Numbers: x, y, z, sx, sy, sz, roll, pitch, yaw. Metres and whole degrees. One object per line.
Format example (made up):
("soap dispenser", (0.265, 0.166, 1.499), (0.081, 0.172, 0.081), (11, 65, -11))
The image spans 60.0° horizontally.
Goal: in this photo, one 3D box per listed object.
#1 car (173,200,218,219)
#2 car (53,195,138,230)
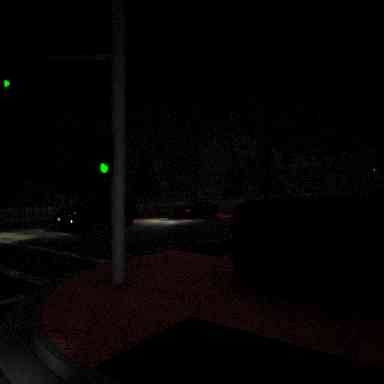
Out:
("car", (0.386, 1.478, 29.401), (1.882, 1.535, 5.008), (0, 0, 39))
("car", (-5.979, 1.221, 21.385), (2.150, 2.045, 5.566), (0, 0, 38))
